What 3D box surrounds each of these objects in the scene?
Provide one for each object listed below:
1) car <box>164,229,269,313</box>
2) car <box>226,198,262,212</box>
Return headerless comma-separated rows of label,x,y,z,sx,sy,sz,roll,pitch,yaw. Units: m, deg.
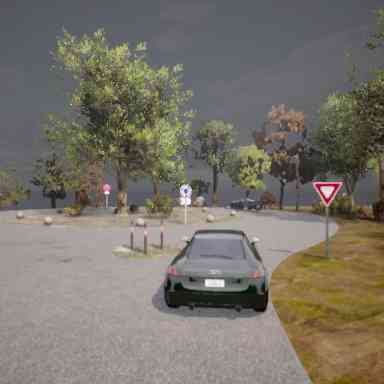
car,0.641,1.557,7.788,1.994,1.385,4.181,0,0,7
car,5.970,1.443,38.810,1.882,1.535,5.008,1,-1,-32
